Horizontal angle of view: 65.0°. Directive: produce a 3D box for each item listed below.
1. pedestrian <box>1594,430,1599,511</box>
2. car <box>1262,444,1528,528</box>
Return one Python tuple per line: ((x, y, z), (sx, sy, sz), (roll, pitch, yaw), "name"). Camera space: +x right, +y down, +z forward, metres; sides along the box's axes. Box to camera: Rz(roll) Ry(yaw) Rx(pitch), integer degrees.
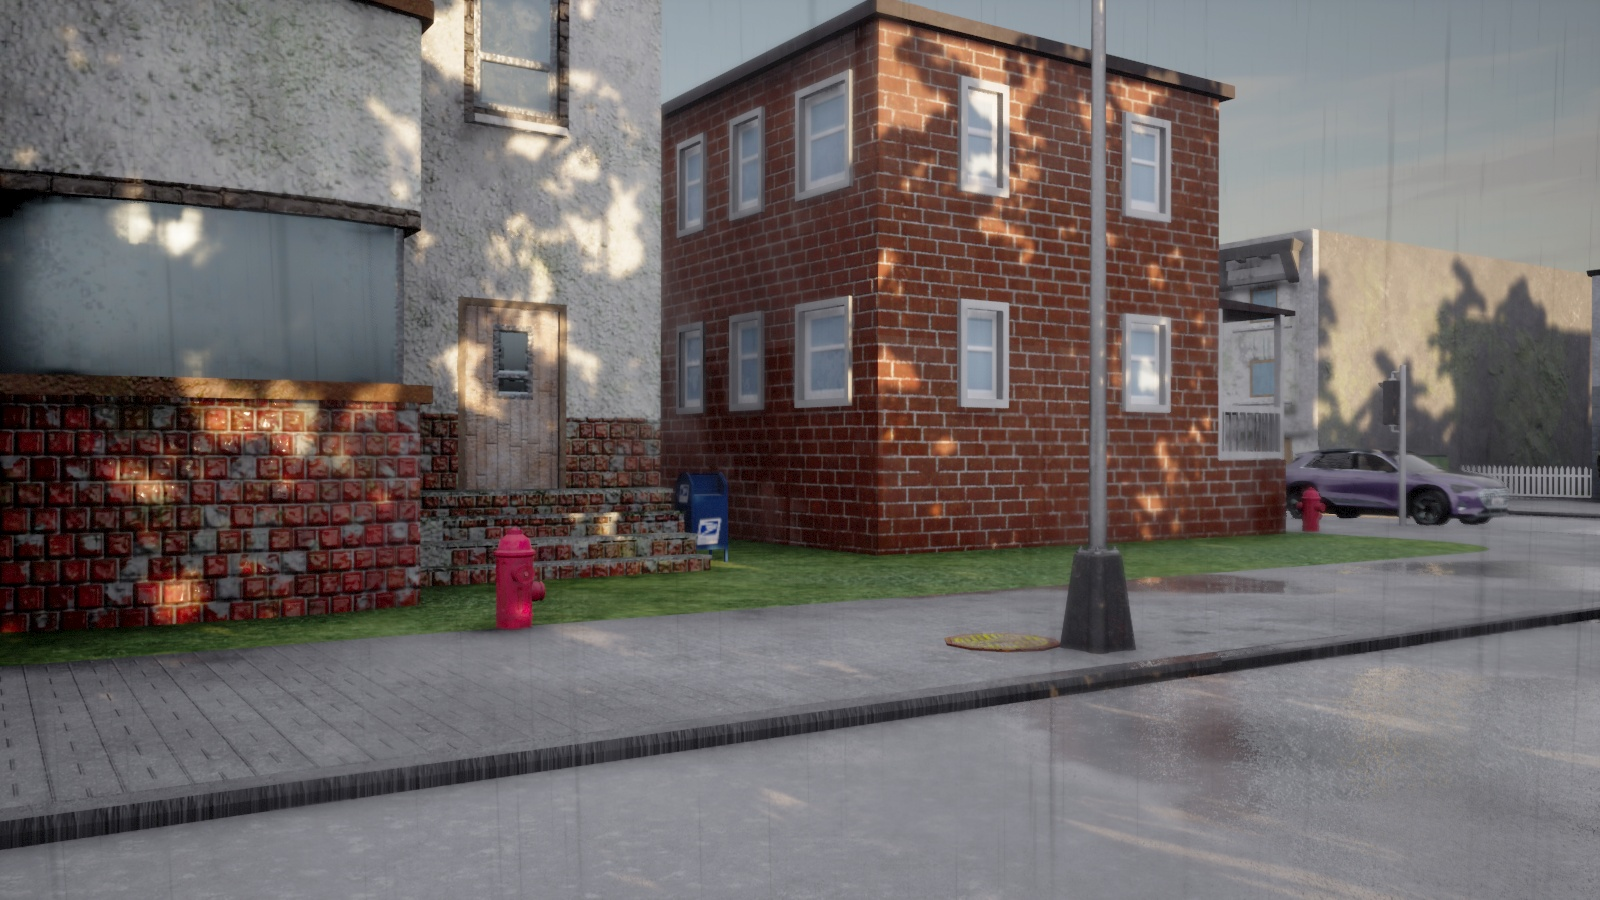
((19.398, 0.487, 29.994), (0.395, 1.930, 0.692), (0, 0, -1), "pedestrian")
((12.769, 0.714, 27.271), (2.033, 1.649, 4.856), (0, 0, -33), "car")
